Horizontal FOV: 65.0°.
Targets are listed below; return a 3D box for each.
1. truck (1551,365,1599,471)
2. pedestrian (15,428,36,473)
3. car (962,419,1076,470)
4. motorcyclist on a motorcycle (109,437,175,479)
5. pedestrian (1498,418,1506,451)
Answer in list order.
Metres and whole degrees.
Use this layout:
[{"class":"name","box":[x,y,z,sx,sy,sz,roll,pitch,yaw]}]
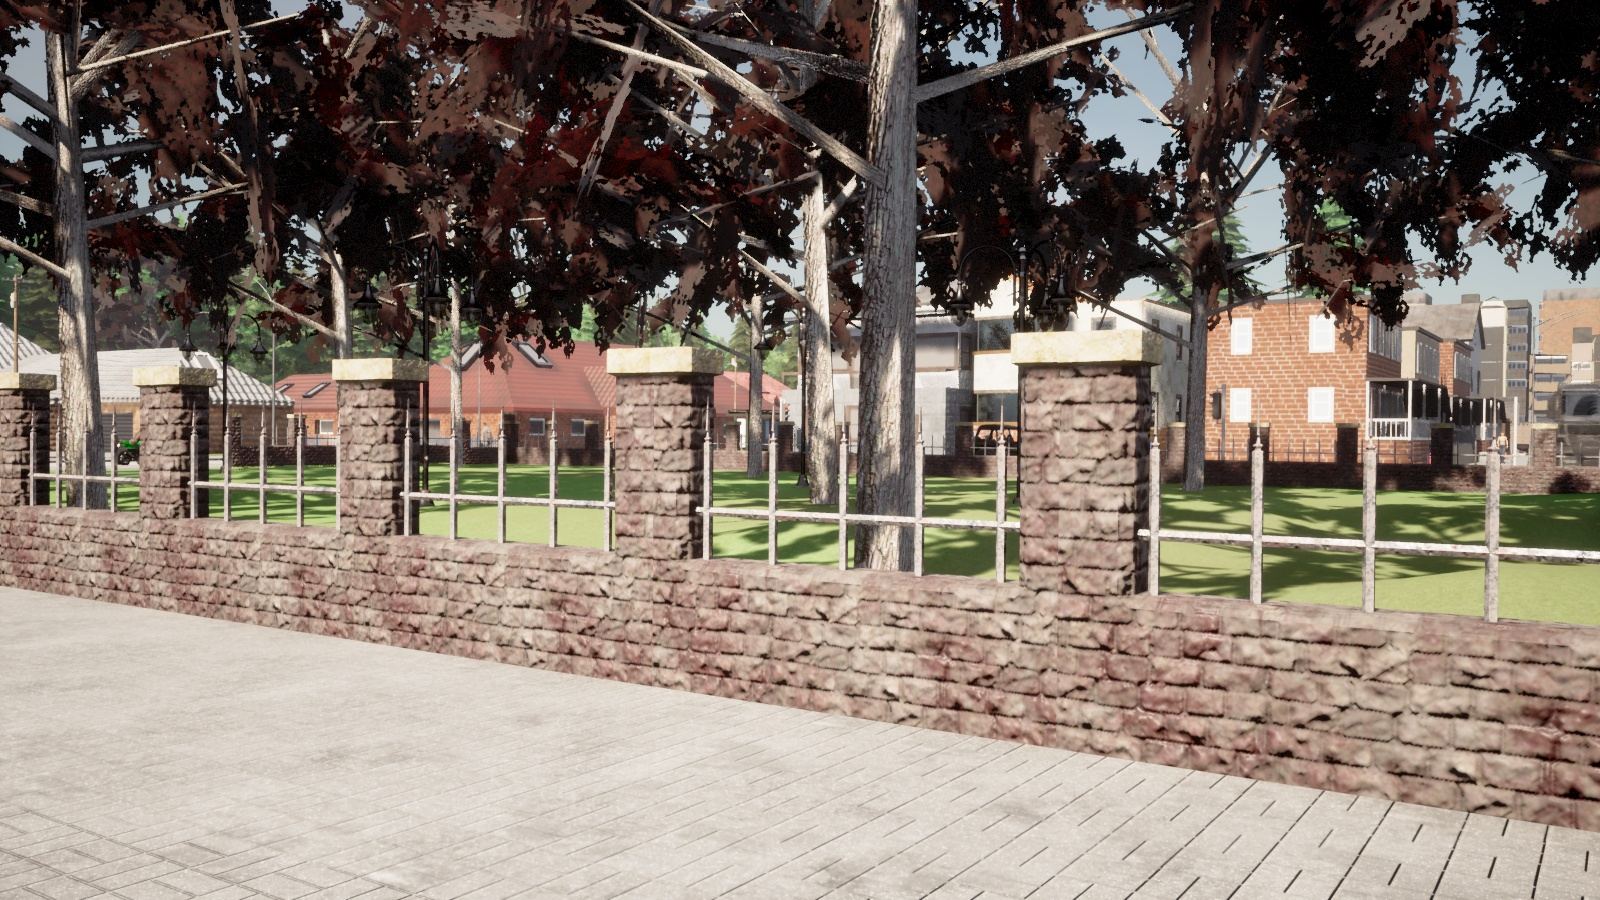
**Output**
[{"class":"truck","box":[28.257,-1.112,44.328,2.891,3.462,7.936,1,1,31]},{"class":"pedestrian","box":[-31.700,0.026,51.391,0.353,1.847,0.614,0,1,28]},{"class":"car","box":[8.383,-0.206,48.138,3.866,1.878,1.905,0,1,32]},{"class":"motorcyclist on a motorcycle","box":[-24.805,0.291,47.363,0.797,1.523,2.044,0,1,32]},{"class":"pedestrian","box":[39.573,-0.883,70.773,0.345,1.836,0.594,0,1,33]}]
